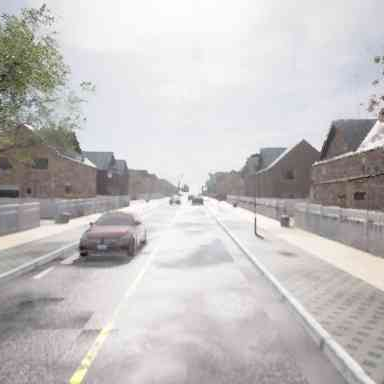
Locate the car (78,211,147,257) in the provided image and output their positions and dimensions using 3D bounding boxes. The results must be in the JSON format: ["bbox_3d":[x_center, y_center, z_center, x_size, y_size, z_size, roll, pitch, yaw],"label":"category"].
[{"bbox_3d":[-2.858,1.486,12.901,1.812,1.442,4.674,0,0,0],"label":"car"}]

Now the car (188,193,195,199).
[{"bbox_3d":[-0.057,1.148,90.307,1.882,1.535,5.008,0,0,0],"label":"car"}]

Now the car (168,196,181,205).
[{"bbox_3d":[-2.839,1.362,55.924,2.128,1.511,4.902,0,0,0],"label":"car"}]

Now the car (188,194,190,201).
[{"bbox_3d":[-0.047,1.247,74.127,1.837,1.490,4.892,0,0,0],"label":"car"}]

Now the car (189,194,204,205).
[{"bbox_3d":[0.927,1.350,55.556,1.882,1.535,5.008,0,0,0],"label":"car"}]
